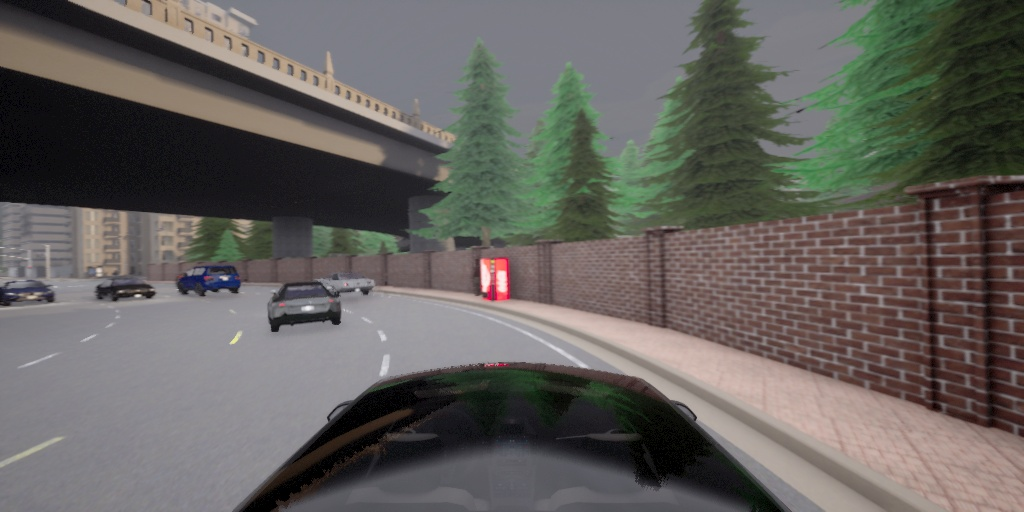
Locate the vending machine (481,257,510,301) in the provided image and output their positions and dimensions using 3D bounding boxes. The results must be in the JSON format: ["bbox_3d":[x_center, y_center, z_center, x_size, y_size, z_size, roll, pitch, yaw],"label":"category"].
[{"bbox_3d":[-0.717,1.059,16.101,1.100,2.100,0.880,0,0,-35],"label":"vending machine"}]

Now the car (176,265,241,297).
[{"bbox_3d":[-21.398,1.712,25.354,5.566,2.045,2.150,-2,-1,32],"label":"car"}]

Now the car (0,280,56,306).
[{"bbox_3d":[-30.269,2.240,22.263,4.674,1.442,1.812,-2,-1,30],"label":"car"}]

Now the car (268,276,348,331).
[{"bbox_3d":[-7.232,1.582,12.416,1.994,1.385,4.181,-1,-1,-34],"label":"car"}]

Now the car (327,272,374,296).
[{"bbox_3d":[-9.913,1.596,20.906,4.718,1.301,1.895,-2,-1,45],"label":"car"}]

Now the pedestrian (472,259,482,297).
[{"bbox_3d":[-1.660,1.038,17.306,0.375,1.860,0.375,-1,0,-37],"label":"pedestrian"}]

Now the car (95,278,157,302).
[{"bbox_3d":[-25.383,2.136,23.474,5.357,1.411,2.033,-2,0,30],"label":"car"}]
